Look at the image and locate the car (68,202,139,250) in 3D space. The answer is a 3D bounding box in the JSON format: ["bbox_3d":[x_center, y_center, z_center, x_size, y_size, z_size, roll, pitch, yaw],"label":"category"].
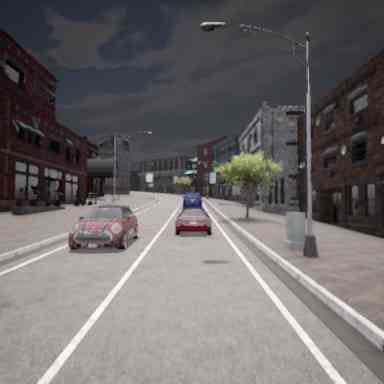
[{"bbox_3d":[-3.613,1.357,14.305,2.097,1.767,4.553,0,0,0],"label":"car"}]

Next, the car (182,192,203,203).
[{"bbox_3d":[0.058,1.049,37.825,2.150,2.045,5.566,0,1,0],"label":"car"}]

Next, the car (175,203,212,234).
[{"bbox_3d":[0.082,1.556,19.158,1.994,1.385,4.181,0,0,0],"label":"car"}]
